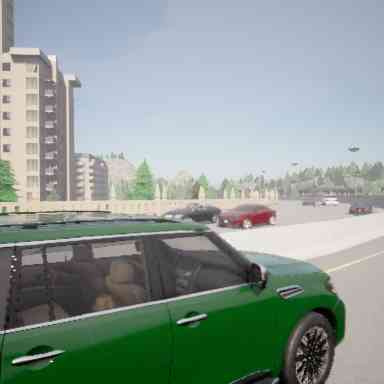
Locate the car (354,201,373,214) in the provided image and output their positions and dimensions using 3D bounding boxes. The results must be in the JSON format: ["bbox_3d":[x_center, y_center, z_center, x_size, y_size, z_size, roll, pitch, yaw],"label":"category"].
[{"bbox_3d":[17.473,1.651,34.342,1.994,1.385,4.181,0,0,31],"label":"car"}]

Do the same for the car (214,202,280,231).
[{"bbox_3d":[3.735,1.509,21.886,1.882,1.535,5.008,0,0,43],"label":"car"}]

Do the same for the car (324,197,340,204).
[{"bbox_3d":[30.636,1.781,73.001,1.837,1.490,4.892,0,0,6],"label":"car"}]

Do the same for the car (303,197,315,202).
[{"bbox_3d":[20.518,1.701,58.220,1.882,1.535,5.008,0,0,17],"label":"car"}]

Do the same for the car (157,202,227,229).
[{"bbox_3d":[0.126,1.522,23.140,2.128,1.511,4.902,0,0,43],"label":"car"}]

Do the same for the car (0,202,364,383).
[{"bbox_3d":[-0.708,1.222,3.432,5.566,2.045,2.150,0,0,-37],"label":"car"}]

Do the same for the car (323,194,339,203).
[{"bbox_3d":[24.349,1.435,58.657,2.150,2.045,5.566,0,0,16],"label":"car"}]
